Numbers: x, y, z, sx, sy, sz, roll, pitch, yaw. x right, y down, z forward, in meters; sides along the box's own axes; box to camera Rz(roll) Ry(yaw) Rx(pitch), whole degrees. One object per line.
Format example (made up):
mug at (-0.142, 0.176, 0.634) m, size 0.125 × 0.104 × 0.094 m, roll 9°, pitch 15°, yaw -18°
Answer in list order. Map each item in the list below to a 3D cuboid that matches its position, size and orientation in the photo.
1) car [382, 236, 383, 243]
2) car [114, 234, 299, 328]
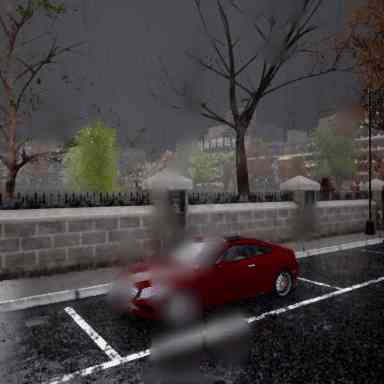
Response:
car at (9.372, 1.525, 13.267) m, size 4.829 × 1.417 × 1.752 m, roll 0°, pitch 0°, yaw -36°
car at (0.505, 1.581, 6.929) m, size 4.206 × 1.307 × 1.802 m, roll 0°, pitch 0°, yaw -36°
